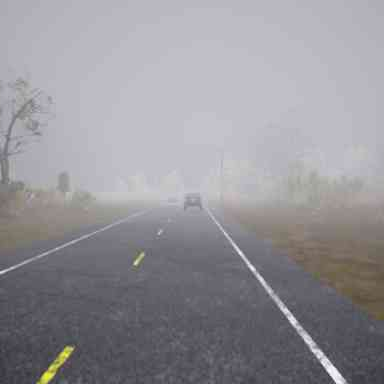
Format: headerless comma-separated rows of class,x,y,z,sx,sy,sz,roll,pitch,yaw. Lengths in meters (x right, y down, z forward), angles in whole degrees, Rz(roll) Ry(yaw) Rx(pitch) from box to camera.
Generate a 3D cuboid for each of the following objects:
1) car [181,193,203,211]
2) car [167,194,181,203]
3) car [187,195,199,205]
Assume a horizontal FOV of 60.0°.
car,0.127,1.094,39.547,2.150,2.045,5.566,0,0,0
car,-3.497,1.342,61.647,1.994,1.385,4.181,0,0,1
car,0.131,1.288,54.555,1.882,1.535,5.008,0,0,0
